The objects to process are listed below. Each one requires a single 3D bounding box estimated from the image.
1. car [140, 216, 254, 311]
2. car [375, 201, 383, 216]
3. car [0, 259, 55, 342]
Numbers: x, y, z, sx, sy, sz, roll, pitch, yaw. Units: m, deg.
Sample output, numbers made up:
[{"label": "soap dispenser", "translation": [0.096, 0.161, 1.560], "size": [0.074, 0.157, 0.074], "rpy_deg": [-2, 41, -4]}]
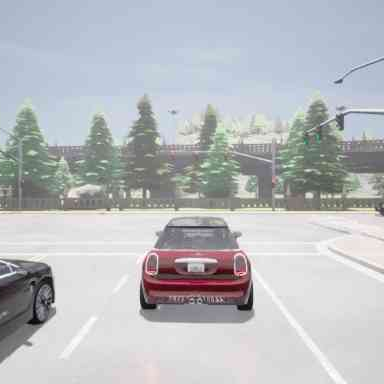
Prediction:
[{"label": "car", "translation": [0.148, 1.352, 7.968], "size": [2.097, 1.767, 4.553], "rpy_deg": [0, 0, 2]}, {"label": "car", "translation": [19.473, 1.166, 29.666], "size": [5.566, 2.045, 2.150], "rpy_deg": [0, 0, 1]}, {"label": "car", "translation": [-3.432, 1.492, 4.217], "size": [2.128, 1.511, 4.902], "rpy_deg": [0, 0, 0]}]
